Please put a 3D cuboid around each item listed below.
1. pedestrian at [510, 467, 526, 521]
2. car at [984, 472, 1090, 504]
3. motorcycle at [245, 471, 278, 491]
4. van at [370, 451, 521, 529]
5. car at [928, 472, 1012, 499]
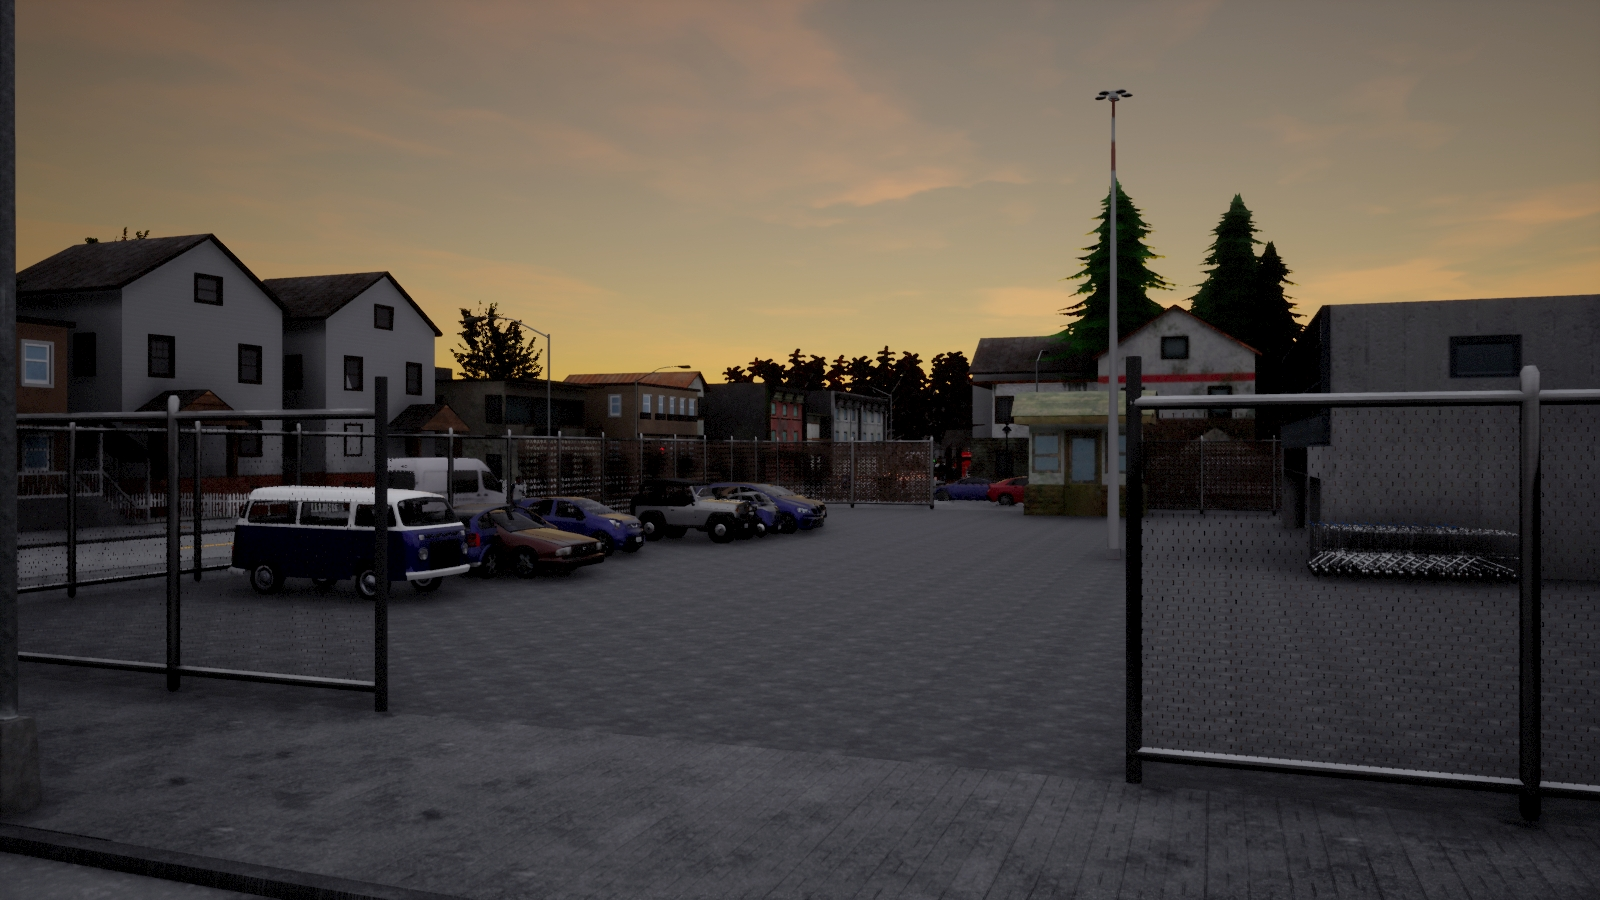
[{"bbox_3d":[-9.820,1.529,39.794,0.375,1.860,0.375,0,0,24],"label":"pedestrian"},{"bbox_3d":[11.734,1.843,56.534,4.892,1.480,2.231,0,0,20],"label":"car"},{"bbox_3d":[-34.295,1.971,72.809,1.805,1.236,0.856,0,0,16],"label":"motorcycle"},{"bbox_3d":[-12.525,1.319,40.867,1.988,2.561,5.915,0,0,20],"label":"van"},{"bbox_3d":[9.202,1.901,61.735,4.181,1.385,1.994,0,0,20],"label":"car"}]
